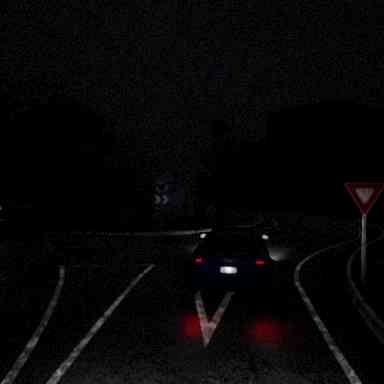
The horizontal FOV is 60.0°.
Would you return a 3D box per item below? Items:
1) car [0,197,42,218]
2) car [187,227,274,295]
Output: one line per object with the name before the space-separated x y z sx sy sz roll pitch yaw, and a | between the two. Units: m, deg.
car | -16.111 1.315 30.251 2.097 1.767 4.553 1 0 25
car | 1.115 1.642 9.003 1.994 1.385 4.181 0 -1 10
